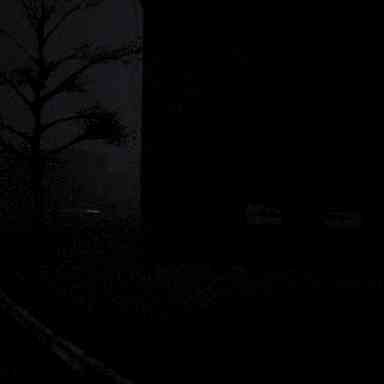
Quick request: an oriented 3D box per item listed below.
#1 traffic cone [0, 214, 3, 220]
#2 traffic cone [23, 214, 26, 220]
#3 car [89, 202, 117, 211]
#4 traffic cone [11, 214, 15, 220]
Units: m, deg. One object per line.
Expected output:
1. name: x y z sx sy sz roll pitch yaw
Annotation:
1. traffic cone: -17.480 2.255 30.394 0.340 0.580 0.340 1 -1 -13
2. traffic cone: -15.535 2.293 30.858 0.340 0.580 0.340 1 -1 -13
3. car: -14.333 2.258 53.976 2.033 1.411 5.357 1 -1 25
4. traffic cone: -16.508 2.274 30.627 0.340 0.580 0.340 1 -1 -13
